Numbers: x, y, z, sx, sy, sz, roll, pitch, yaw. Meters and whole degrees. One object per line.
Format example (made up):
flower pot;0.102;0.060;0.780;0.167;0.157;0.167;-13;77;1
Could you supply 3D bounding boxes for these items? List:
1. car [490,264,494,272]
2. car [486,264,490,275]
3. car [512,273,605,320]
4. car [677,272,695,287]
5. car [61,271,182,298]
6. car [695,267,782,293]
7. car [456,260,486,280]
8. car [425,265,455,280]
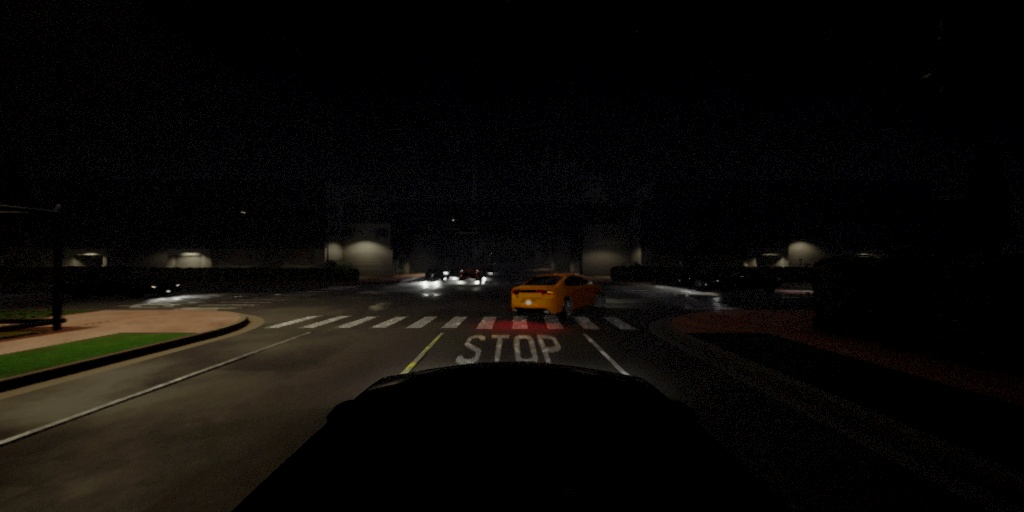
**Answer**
car;-4.216;2.135;62.764;1.994;1.385;4.181;0;-1;1
car;-4.270;1.963;46.909;1.895;1.301;4.718;0;-1;0
car;1.908;1.403;13.815;1.882;1.535;5.008;-3;-2;33
car;14.976;1.604;26.891;4.892;1.490;1.837;0;-1;0
car;-21.587;1.552;19.796;5.357;1.411;2.033;0;-1;0
car;14.908;1.578;23.343;4.674;1.442;1.812;0;-1;-2
car;-4.267;1.596;37.918;2.097;1.767;4.553;0;-1;0
car;-7.813;1.736;37.970;2.128;1.511;4.902;0;-1;2
